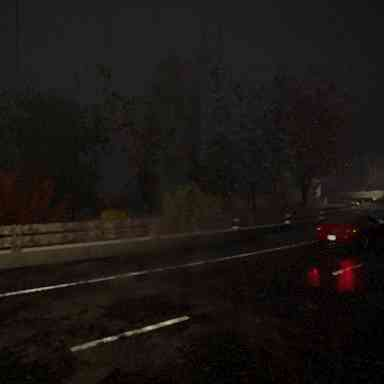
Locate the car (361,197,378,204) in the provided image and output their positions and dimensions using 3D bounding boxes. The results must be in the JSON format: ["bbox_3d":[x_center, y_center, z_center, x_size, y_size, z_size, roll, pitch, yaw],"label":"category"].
[{"bbox_3d":[38.838,1.892,74.049,1.837,1.490,4.892,0,0,7],"label":"car"}]

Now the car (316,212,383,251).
[{"bbox_3d":[7.125,1.608,14.543,4.674,1.442,1.812,0,0,-43],"label":"car"}]

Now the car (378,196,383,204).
[{"bbox_3d":[42.287,1.747,73.440,2.097,1.767,4.553,0,0,7],"label":"car"}]
